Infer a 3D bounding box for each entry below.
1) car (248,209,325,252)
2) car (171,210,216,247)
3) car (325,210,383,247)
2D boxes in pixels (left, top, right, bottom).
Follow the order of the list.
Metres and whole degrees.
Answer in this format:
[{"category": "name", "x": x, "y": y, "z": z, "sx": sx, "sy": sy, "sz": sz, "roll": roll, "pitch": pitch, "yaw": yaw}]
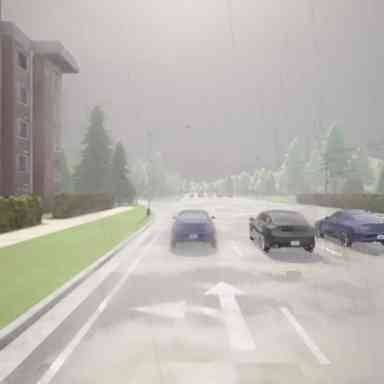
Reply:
[{"category": "car", "x": 3.568, "y": 1.490, "z": 13.851, "sx": 1.837, "sy": 1.490, "sz": 4.892, "roll": 0, "pitch": 1, "yaw": 0}, {"category": "car", "x": 0.073, "y": 1.508, "z": 14.768, "sx": 1.812, "sy": 1.442, "sz": 4.674, "roll": 0, "pitch": 0, "yaw": 0}, {"category": "car", "x": 7.075, "y": 1.508, "z": 14.737, "sx": 1.812, "sy": 1.442, "sz": 4.674, "roll": 0, "pitch": 0, "yaw": 0}]
